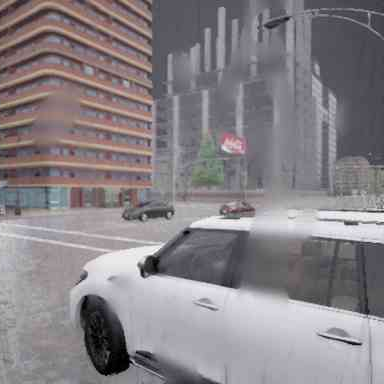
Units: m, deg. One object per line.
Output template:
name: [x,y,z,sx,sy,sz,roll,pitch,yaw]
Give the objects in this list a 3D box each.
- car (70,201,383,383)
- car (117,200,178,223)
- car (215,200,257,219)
car: [0.879,1.217,3.721,5.566,2.045,2.150,1,1,40]
car: [-3.364,1.471,26.101,1.837,1.490,4.892,0,0,36]
car: [4.129,1.510,30.240,1.812,1.442,4.674,0,0,35]
